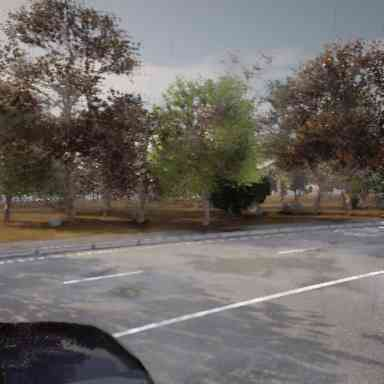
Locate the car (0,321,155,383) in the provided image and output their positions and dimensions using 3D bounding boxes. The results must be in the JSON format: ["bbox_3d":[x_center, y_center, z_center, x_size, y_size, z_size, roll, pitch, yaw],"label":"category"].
[{"bbox_3d":[-2.215,1.552,2.027,4.181,1.385,1.994,0,0,-36],"label":"car"}]
